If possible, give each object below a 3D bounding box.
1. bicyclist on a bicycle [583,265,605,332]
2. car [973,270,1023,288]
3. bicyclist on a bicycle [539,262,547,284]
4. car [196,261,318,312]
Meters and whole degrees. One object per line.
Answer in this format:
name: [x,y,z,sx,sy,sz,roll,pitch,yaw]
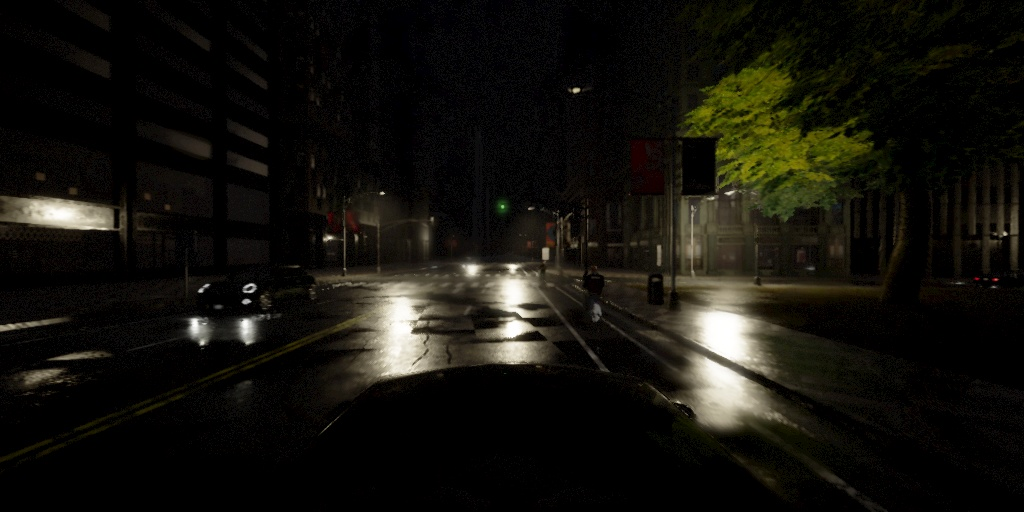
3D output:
bicyclist on a bicycle: [2.254,1.127,10.047,0.659,1.776,1.843,0,0,0]
car: [43.170,2.072,30.818,5.357,1.411,2.033,1,0,-1]
bicyclist on a bicycle: [2.276,1.241,26.157,0.582,1.620,1.656,1,-2,0]
car: [-9.814,1.114,14.235,2.097,1.767,4.553,0,0,0]
